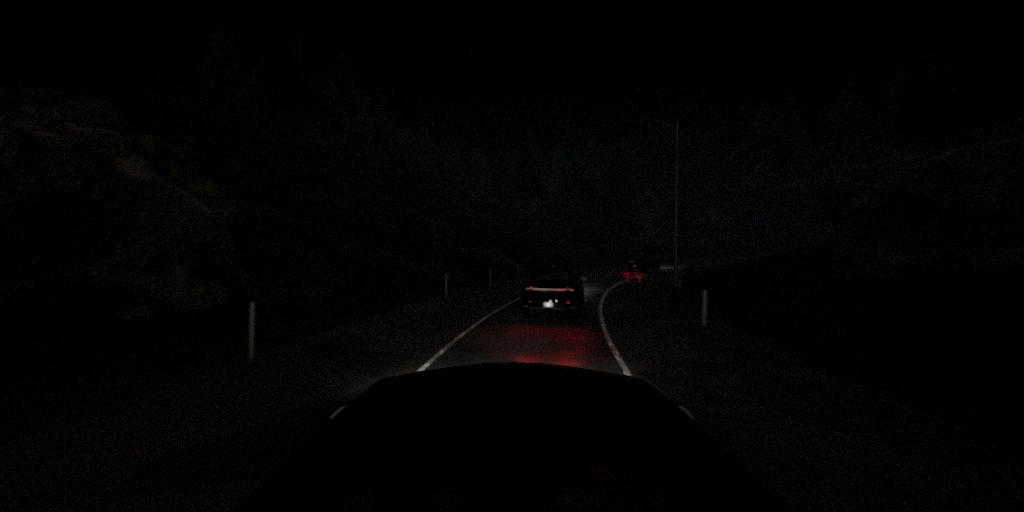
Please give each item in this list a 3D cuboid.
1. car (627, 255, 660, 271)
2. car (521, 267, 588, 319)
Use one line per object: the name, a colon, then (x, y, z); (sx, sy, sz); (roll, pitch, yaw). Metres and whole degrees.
car: (12.841, 0.639, 34.794); (2.128, 1.511, 4.902); (1, 2, 40)
car: (1.562, 1.142, 12.585); (2.128, 1.511, 4.902); (0, 1, 12)
